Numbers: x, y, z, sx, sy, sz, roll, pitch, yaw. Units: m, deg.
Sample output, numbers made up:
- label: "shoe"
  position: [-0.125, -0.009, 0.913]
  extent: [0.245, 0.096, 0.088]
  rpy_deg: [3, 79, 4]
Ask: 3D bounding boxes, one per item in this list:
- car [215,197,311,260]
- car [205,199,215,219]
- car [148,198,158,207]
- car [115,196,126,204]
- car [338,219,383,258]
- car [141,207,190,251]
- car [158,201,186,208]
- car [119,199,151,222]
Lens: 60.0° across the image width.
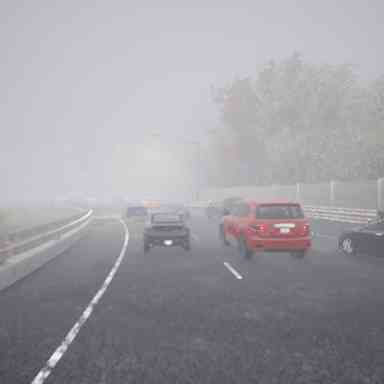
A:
- label: "car"
  position: [2.590, 1.326, 13.047]
  extent: [2.150, 2.045, 5.566]
  rpy_deg: [0, -1, -7]
- label: "car"
  position: [2.898, 1.457, 28.998]
  extent: [2.150, 2.045, 5.566]
  rpy_deg: [0, 0, -15]
- label: "car"
  position: [-6.687, 1.797, 53.065]
  extent: [2.097, 1.767, 4.553]
  rpy_deg: [0, -1, -25]
- label: "car"
  position: [-17.892, 1.936, 83.792]
  extent: [2.150, 2.045, 5.566]
  rpy_deg: [0, 0, -1]
- label: "car"
  position: [6.921, 1.590, 10.952]
  extent: [1.837, 1.490, 4.892]
  rpy_deg: [0, 0, -13]
- label: "car"
  position: [-1.206, 1.629, 14.794]
  extent: [1.837, 1.490, 4.892]
  rpy_deg: [0, 0, -8]
- label: "car"
  position: [-1.592, 1.827, 31.696]
  extent: [1.994, 1.385, 4.181]
  rpy_deg: [0, 0, -17]
- label: "car"
  position: [-5.829, 1.760, 33.462]
  extent: [1.882, 1.535, 5.008]
  rpy_deg: [0, -1, -19]
